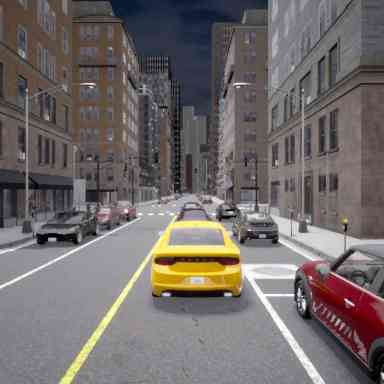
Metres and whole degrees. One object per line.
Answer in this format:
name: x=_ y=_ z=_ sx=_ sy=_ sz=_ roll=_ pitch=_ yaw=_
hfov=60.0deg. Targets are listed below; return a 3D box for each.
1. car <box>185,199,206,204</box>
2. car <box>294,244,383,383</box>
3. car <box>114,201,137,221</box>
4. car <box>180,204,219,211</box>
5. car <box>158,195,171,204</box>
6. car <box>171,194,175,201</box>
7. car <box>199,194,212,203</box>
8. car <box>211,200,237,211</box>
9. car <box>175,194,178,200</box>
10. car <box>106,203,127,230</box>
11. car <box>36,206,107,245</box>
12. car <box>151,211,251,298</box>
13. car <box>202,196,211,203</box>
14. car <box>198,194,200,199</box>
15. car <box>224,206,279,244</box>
car: x=0.012 y=1.529 z=26.396 sx=1.812 sy=1.442 sz=4.674 roll=0 pitch=0 yaw=2
car: x=2.858 y=1.440 z=4.662 sx=1.967 sy=1.590 sz=4.097 roll=0 pitch=0 yaw=0
car: x=-5.657 y=1.443 z=26.671 sx=1.967 sy=1.590 sz=4.097 roll=0 pitch=0 yaw=0
car: x=0.115 y=1.565 z=17.585 sx=1.994 sy=1.385 sz=4.181 roll=0 pitch=0 yaw=0
car: x=-5.605 y=1.626 z=63.774 sx=1.802 sy=1.307 sz=4.206 roll=0 pitch=0 yaw=0
car: x=-5.580 y=1.616 z=74.591 sx=2.008 sy=1.369 sz=4.403 roll=0 pitch=0 yaw=0
car: x=2.919 y=1.484 z=63.757 sx=1.967 sy=1.590 sz=4.097 roll=0 pitch=0 yaw=0
car: x=2.868 y=1.569 z=26.667 sx=1.947 sy=1.339 sz=4.313 roll=0 pitch=0 yaw=0
car: x=-5.544 y=1.637 z=90.647 sx=1.752 sy=1.417 sz=4.829 roll=0 pitch=0 yaw=0
car: x=-5.660 y=1.584 z=21.170 sx=1.802 sy=1.307 sz=4.206 roll=0 pitch=0 yaw=0
car: x=-5.662 y=1.567 z=15.668 sx=1.947 sy=1.339 sz=4.313 roll=0 pitch=0 yaw=0
car: x=0.098 y=1.478 z=8.591 sx=1.882 sy=1.535 sz=5.008 roll=0 pitch=0 yaw=0
car: x=2.932 y=1.579 z=69.336 sx=1.752 sy=1.417 sz=4.829 roll=0 pitch=0 yaw=0
car: x=2.945 y=1.616 z=74.575 sx=2.008 sy=1.369 sz=4.403 roll=0 pitch=0 yaw=0
car: x=2.863 y=1.552 z=15.664 sx=2.008 sy=1.369 sz=4.403 roll=0 pitch=0 yaw=0
